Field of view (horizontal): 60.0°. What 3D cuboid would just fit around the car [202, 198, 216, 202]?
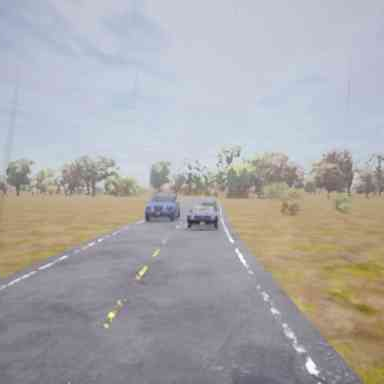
[{"bbox_3d":[2.041,1.464,39.980,2.033,1.411,5.357,0,0,5],"label":"car"}]

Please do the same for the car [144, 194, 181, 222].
[{"bbox_3d":[-2.180,1.166,26.106,2.150,2.045,5.566,0,0,4],"label":"car"}]

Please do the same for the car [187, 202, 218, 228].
[{"bbox_3d":[0.738,1.555,21.852,1.895,1.301,4.718,0,0,3],"label":"car"}]
